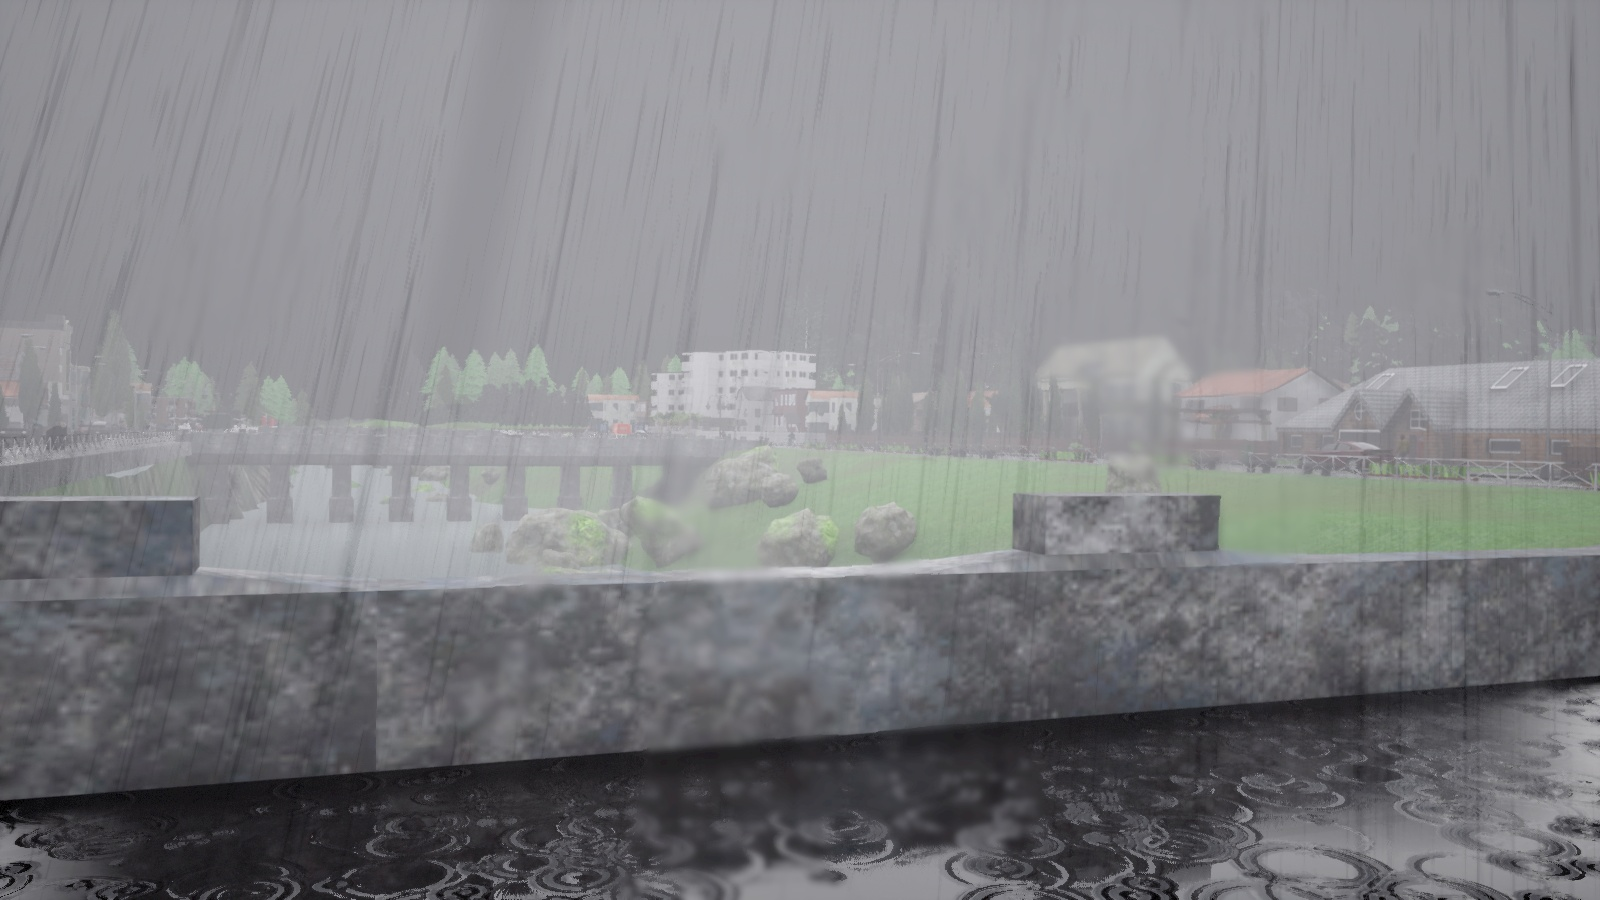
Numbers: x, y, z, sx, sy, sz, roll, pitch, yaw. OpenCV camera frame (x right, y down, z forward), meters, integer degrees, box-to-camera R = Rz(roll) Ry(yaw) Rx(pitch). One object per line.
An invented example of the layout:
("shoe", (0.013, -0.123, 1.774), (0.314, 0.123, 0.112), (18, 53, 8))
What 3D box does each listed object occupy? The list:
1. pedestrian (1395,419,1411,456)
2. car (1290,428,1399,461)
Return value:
("pedestrian", (30.569, -0.626, 63.655), (0.370, 1.835, 0.726), (-1, 1, -10))
("car", (26.315, -0.289, 60.888), (1.882, 1.535, 5.008), (-1, 1, -21))
